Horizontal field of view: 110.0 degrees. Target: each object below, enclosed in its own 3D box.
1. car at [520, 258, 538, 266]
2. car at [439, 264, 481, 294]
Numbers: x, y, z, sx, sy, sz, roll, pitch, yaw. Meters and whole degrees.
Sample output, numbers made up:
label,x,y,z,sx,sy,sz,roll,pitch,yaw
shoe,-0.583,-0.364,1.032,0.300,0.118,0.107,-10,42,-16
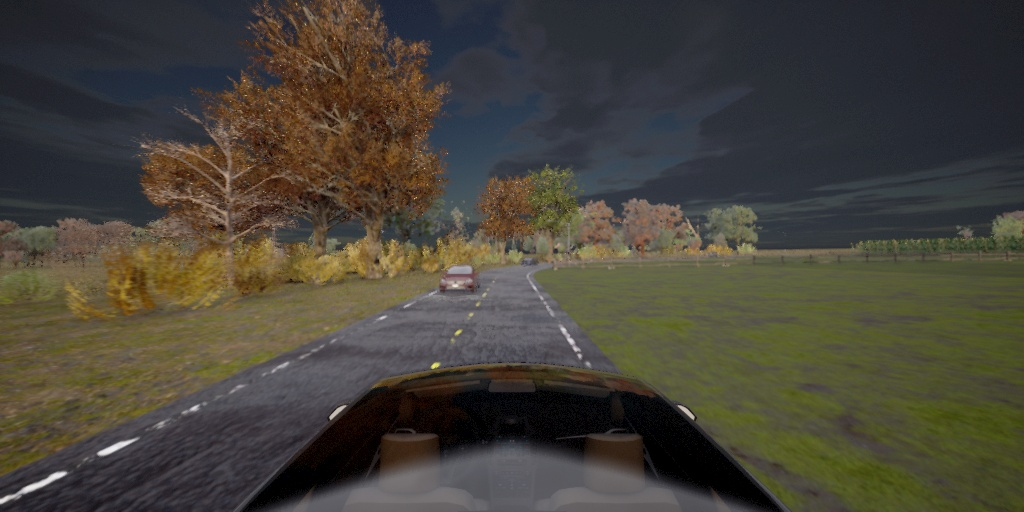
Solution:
label,x,y,z,sx,sy,sz,roll,pitch,yaw
car,2.962,0.970,60.499,2.033,1.411,5.357,0,1,21
car,-2.817,1.216,20.159,1.812,1.442,4.674,0,0,0
